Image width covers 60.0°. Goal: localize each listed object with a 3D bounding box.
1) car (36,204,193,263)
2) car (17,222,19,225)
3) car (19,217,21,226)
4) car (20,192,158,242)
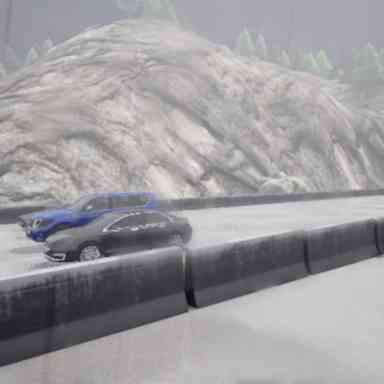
[{"bbox_3d":[-2.229,1.363,11.000,4.892,1.490,1.837,-2,1,-35],"label":"car"},{"bbox_3d":[-7.503,1.373,20.137,5.357,1.411,2.033,-2,1,-35],"label":"car"},{"bbox_3d":[-5.646,1.380,17.162,5.357,1.411,2.033,-2,1,-35],"label":"car"},{"bbox_3d":[-3.886,1.064,14.118,5.566,2.045,2.150,-2,1,-35],"label":"car"}]
